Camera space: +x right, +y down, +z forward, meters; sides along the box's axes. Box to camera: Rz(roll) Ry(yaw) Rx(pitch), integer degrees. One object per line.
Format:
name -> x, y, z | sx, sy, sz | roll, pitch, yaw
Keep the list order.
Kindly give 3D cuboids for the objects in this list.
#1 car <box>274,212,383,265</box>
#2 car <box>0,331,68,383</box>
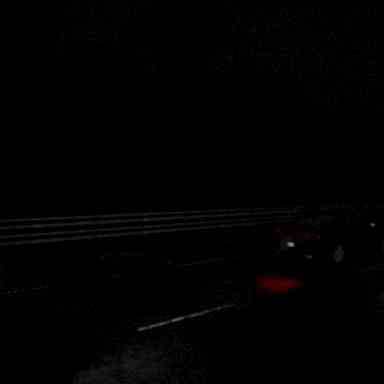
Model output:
car -> 5.051, 1.444, 11.654 | 5.008, 1.535, 1.882 | -1, 0, -36
car -> -3.105, 1.511, 1.531 | 4.892, 1.490, 1.837 | 0, 0, -36
